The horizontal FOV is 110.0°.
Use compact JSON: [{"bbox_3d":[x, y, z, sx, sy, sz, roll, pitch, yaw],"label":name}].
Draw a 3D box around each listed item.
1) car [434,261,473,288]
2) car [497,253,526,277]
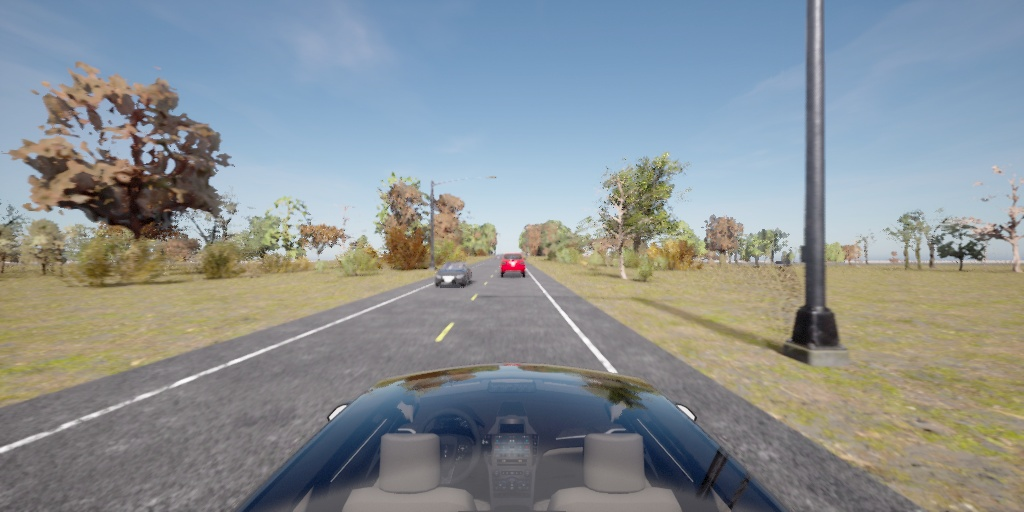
[{"bbox_3d":[-3.603,1.106,22.699,2.128,1.511,4.902,0,1,0],"label":"car"},{"bbox_3d":[0.087,0.727,32.134,2.150,2.045,5.566,0,1,0],"label":"car"}]
